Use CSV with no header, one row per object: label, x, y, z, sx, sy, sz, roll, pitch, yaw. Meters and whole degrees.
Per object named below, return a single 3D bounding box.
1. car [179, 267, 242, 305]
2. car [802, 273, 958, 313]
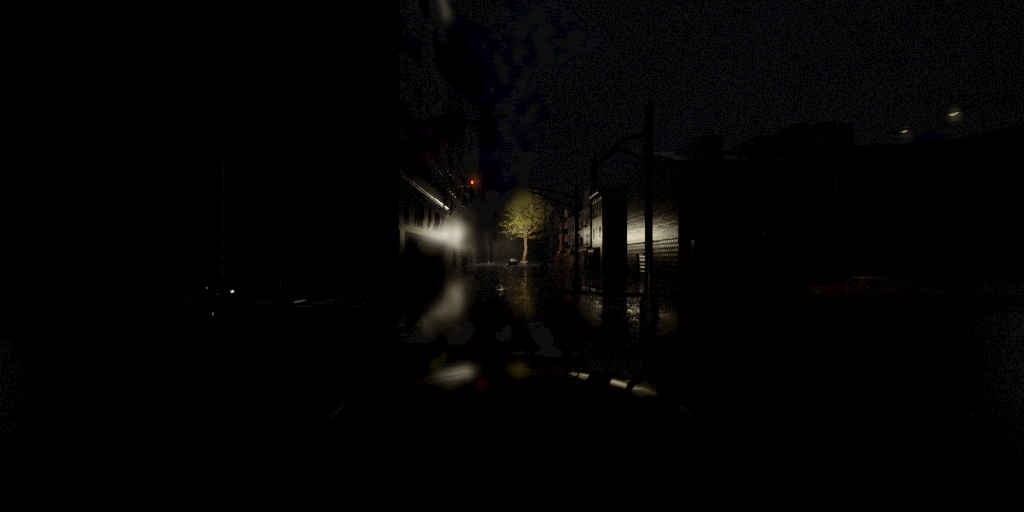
car,-13.757,1.178,14.542,4.892,1.490,1.837,0,0,0
car,13.904,1.346,13.654,4.829,1.417,1.751,0,0,0
